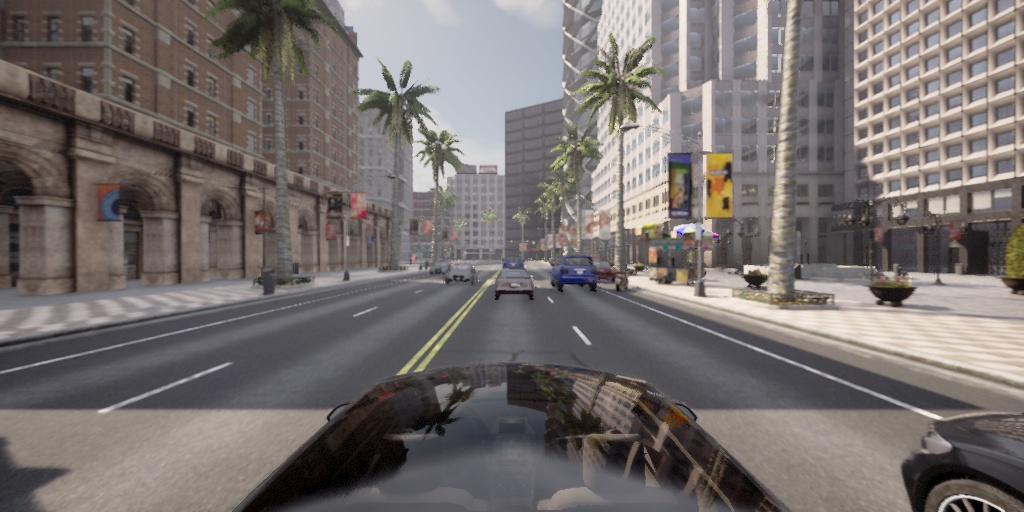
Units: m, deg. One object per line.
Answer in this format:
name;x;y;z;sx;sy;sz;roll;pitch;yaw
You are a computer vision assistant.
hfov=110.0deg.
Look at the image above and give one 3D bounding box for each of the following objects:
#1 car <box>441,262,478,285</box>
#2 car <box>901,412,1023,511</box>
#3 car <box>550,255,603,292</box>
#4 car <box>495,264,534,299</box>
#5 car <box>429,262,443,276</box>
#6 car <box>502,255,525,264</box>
car;-3.588;1.308;26.045;1.994;1.385;4.181;0;0;0
car;3.599;1.276;0.466;1.812;1.442;4.674;0;0;0
car;3.599;0.967;21.630;2.150;2.045;5.566;0;0;0
car;0.100;1.294;17.997;2.033;1.411;5.357;0;0;0
car;-7.043;1.306;36.314;1.994;1.385;4.181;0;0;1
car;0.161;0.963;36.864;2.150;2.045;5.566;0;0;1
